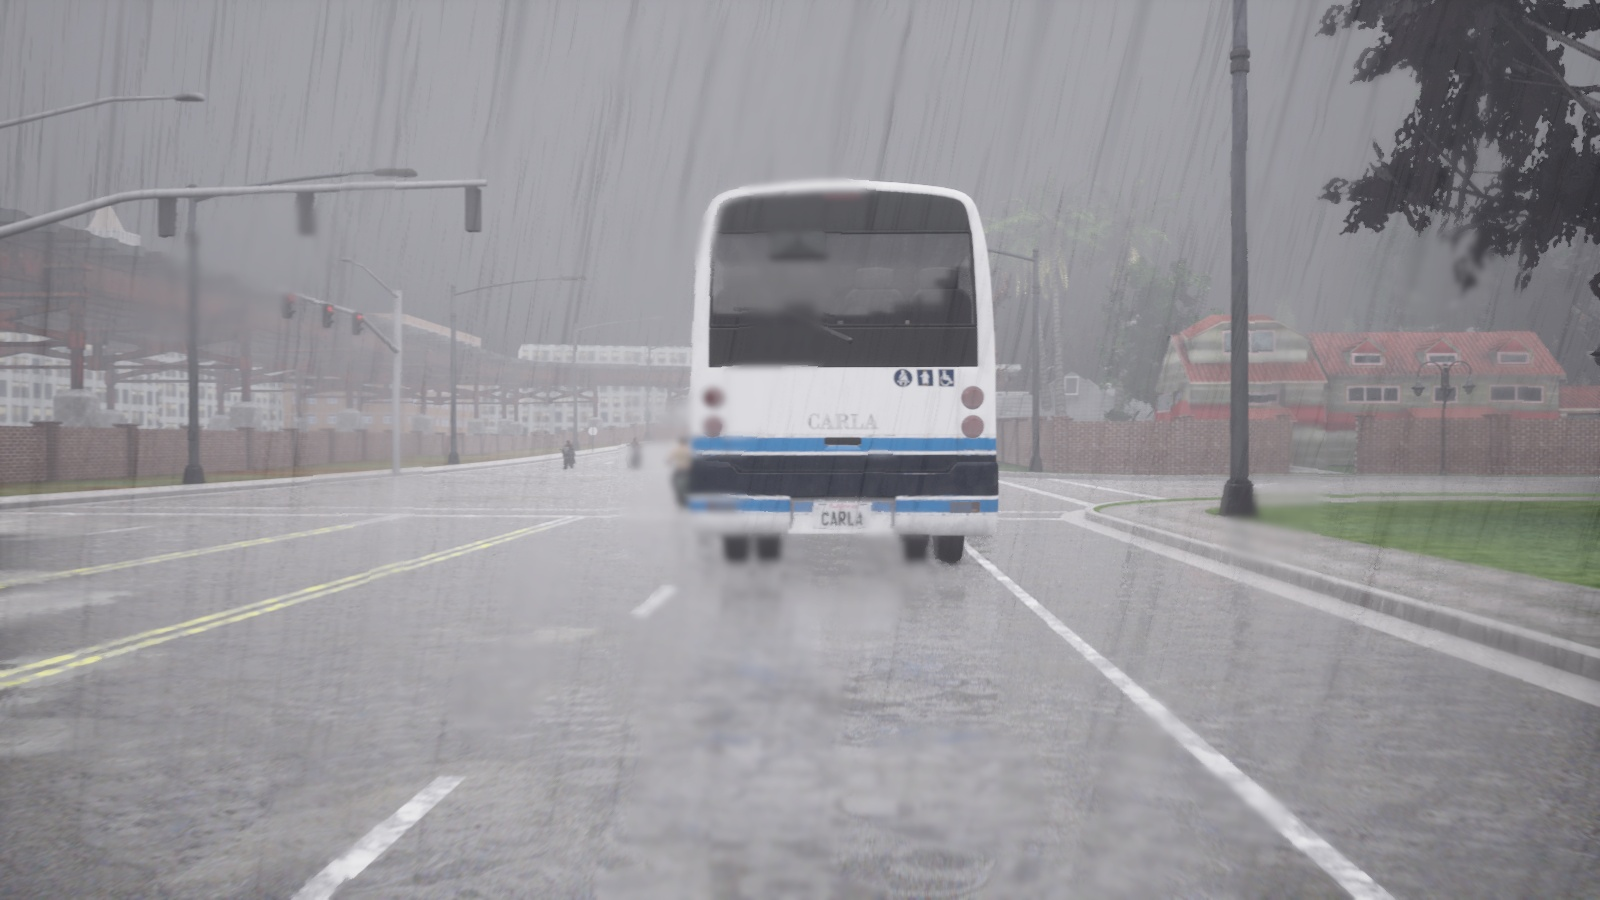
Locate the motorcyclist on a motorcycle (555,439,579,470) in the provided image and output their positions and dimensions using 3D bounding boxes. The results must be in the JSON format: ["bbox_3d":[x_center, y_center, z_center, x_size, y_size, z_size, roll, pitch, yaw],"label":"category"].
[{"bbox_3d":[-12.012,0.223,64.675,0.797,1.523,2.044,0,1,2],"label":"motorcyclist on a motorcycle"}]

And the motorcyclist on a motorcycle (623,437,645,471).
[{"bbox_3d":[-8.516,0.194,64.504,0.766,1.649,2.350,0,1,2],"label":"motorcyclist on a motorcycle"}]

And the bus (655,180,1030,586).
[{"bbox_3d":[0.595,-0.736,18.350,3.944,4.253,10.273,0,0,2],"label":"bus"}]

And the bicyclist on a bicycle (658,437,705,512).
[{"bbox_3d":[-2.618,0.519,27.907,0.866,1.612,1.509,0,0,1],"label":"bicyclist on a bicycle"}]
